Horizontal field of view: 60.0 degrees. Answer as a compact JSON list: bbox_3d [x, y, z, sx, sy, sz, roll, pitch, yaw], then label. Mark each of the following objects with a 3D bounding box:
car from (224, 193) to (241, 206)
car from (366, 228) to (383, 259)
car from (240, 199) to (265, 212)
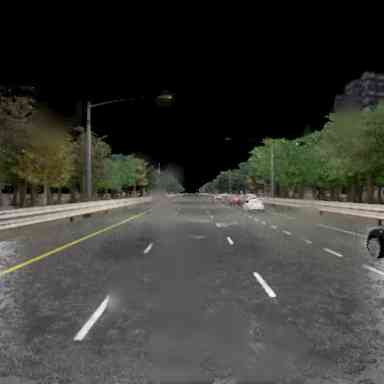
[{"bbox_3d":[7.161,1.404,56.111,2.097,1.767,4.553,0,0,0],"label":"car"},{"bbox_3d":[7.008,1.497,9.688,2.128,1.511,4.902,0,0,0],"label":"car"},{"bbox_3d":[7.080,1.568,38.336,1.812,1.442,4.674,0,0,0],"label":"car"}]
